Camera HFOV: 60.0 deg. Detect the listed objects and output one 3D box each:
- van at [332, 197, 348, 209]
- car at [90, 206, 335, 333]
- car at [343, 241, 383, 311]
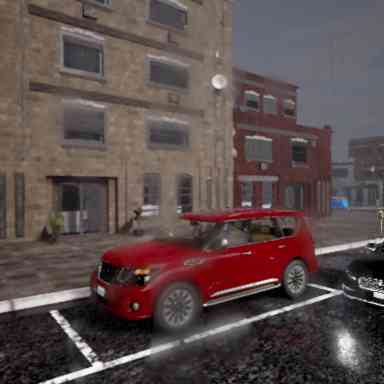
[{"bbox_3d":[22.762,1.732,53.095,1.690,1.788,3.998,-2,0,-36],"label":"van"},{"bbox_3d":[0.545,1.317,6.960,5.009,1.841,2.192,0,-1,-36],"label":"car"},{"bbox_3d":[5.156,1.508,7.065,4.892,1.490,1.837,0,0,-36],"label":"car"}]
